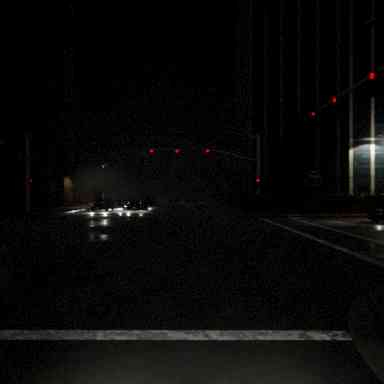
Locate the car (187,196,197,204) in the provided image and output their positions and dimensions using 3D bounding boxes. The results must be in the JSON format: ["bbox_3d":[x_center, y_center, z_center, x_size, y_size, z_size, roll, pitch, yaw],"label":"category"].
[{"bbox_3d":[-0.043,1.526,64.911,1.812,1.442,4.674,0,0,0],"label":"car"}]

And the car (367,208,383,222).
[{"bbox_3d":[15.467,1.478,24.278,5.008,1.535,1.882,0,0,-1],"label":"car"}]

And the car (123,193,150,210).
[{"bbox_3d":[-7.126,1.352,43.355,2.097,1.767,4.553,0,0,0],"label":"car"}]

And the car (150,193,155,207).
[{"bbox_3d":[-7.121,1.221,52.856,2.150,2.045,5.566,0,0,0],"label":"car"}]

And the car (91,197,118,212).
[{"bbox_3d":[-10.606,1.526,39.847,1.812,1.442,4.674,0,0,0],"label":"car"}]

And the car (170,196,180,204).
[{"bbox_3d":[-3.427,1.547,66.219,2.033,1.411,5.357,0,0,-1],"label":"car"}]

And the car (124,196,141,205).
[{"bbox_3d":[-10.591,1.491,59.299,2.128,1.511,4.902,0,0,0],"label":"car"}]

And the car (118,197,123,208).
[{"bbox_3d":[-10.625,1.491,49.116,2.128,1.511,4.902,0,0,0],"label":"car"}]
